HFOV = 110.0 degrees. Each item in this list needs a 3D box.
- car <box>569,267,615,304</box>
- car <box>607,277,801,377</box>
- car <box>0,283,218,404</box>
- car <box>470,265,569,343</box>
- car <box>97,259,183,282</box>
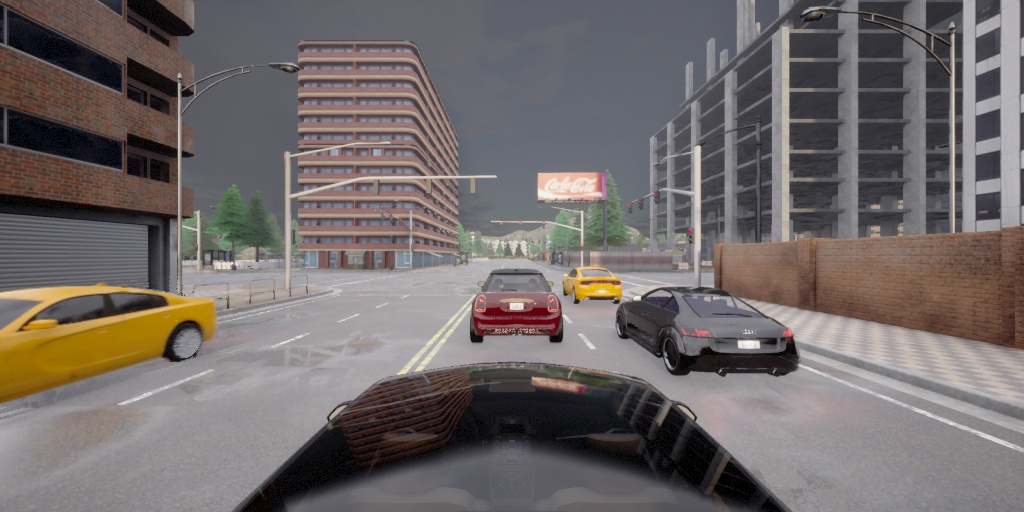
[{"bbox_3d":[3.501,1.228,16.389,1.882,1.535,5.008,0,0,0],"label":"car"},{"bbox_3d":[3.599,1.314,7.456,1.994,1.385,4.181,0,0,0],"label":"car"},{"bbox_3d":[-7.100,1.227,5.380,1.882,1.535,5.008,0,0,0],"label":"car"},{"bbox_3d":[0.101,1.102,9.862,2.097,1.767,4.553,0,0,0],"label":"car"},{"bbox_3d":[-29.156,1.103,28.201,4.553,1.767,2.097,0,0,0],"label":"car"}]
